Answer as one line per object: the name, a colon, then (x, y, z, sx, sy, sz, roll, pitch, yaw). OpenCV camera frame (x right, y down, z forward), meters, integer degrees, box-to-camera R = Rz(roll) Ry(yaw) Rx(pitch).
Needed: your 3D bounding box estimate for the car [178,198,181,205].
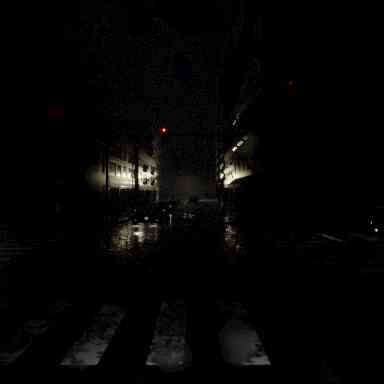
car: (-2.886, 1.642, 57.356, 1.895, 1.301, 4.718, 0, 0, 1)

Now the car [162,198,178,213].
car: (-2.981, 1.613, 37.616, 1.895, 1.301, 4.718, 0, 0, 0)

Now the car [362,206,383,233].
car: (11.369, 1.383, 15.707, 5.357, 1.411, 2.033, -1, 0, 0)

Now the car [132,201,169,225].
car: (-3.027, 1.565, 23.965, 1.994, 1.385, 4.181, 0, 0, 0)

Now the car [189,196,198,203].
car: (0.297, 1.546, 71.084, 1.882, 1.535, 5.008, 0, 0, 0)
